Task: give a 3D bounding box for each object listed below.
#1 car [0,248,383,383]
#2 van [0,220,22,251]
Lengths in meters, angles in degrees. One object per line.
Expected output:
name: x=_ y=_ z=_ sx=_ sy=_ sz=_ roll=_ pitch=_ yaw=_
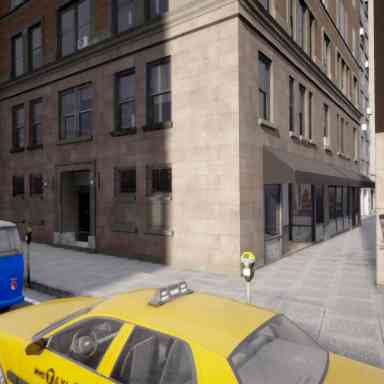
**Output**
car: x=-0.402 y=1.526 z=3.147 sx=4.829 sy=1.417 sz=1.752 roll=0 pitch=-1 yaw=36
van: x=-4.877 y=1.342 z=6.351 sx=3.998 sy=1.788 sz=1.690 roll=0 pitch=-1 yaw=36
